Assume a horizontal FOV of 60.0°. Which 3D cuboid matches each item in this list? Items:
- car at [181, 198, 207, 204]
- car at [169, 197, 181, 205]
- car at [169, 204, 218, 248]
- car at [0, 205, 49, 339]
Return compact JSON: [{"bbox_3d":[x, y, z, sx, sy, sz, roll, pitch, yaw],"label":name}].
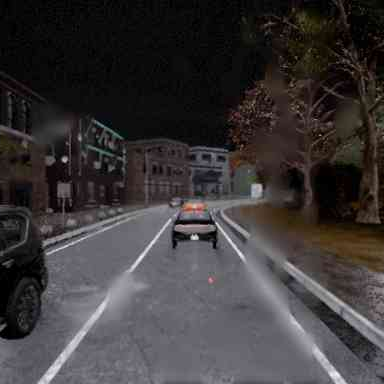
[{"bbox_3d":[0.371,1.364,32.015,2.097,1.767,4.553,0,0,3],"label":"car"},{"bbox_3d":[-2.082,1.511,46.926,2.128,1.511,4.902,0,0,6],"label":"car"},{"bbox_3d":[0.102,1.497,14.801,2.128,1.511,4.902,0,0,0],"label":"car"},{"bbox_3d":[-3.599,1.223,3.649,2.150,2.045,5.566,0,0,0],"label":"car"}]
